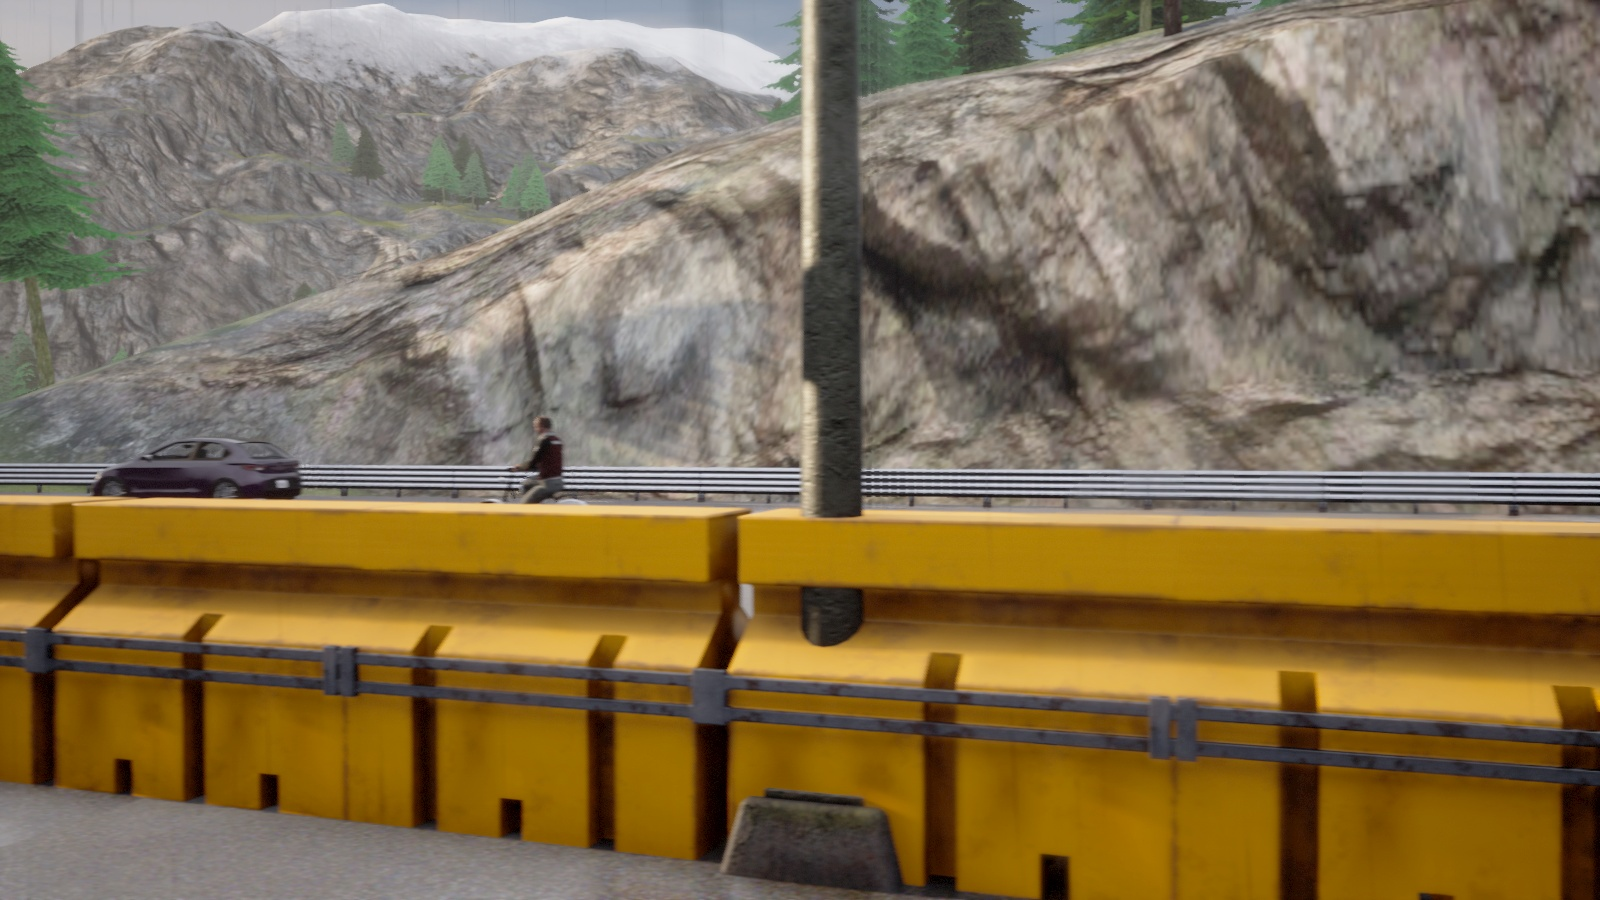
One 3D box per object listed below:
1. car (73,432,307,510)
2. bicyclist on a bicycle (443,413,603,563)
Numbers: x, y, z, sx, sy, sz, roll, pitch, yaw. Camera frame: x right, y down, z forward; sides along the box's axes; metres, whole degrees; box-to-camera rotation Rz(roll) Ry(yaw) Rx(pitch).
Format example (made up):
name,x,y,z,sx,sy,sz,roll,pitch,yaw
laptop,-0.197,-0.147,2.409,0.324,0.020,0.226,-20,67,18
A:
name,x,y,z,sx,sy,sz,roll,pitch,yaw
car,-12.466,0.381,25.732,4.193,1.474,1.816,1,1,17
bicyclist on a bicycle,-3.405,0.437,15.418,1.843,1.776,0.659,1,1,19
